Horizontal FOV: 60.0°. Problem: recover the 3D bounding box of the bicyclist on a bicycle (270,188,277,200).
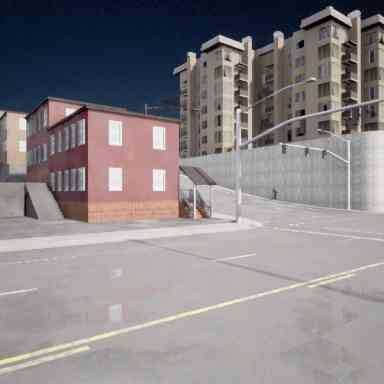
[{"bbox_3d":[11.200,0.301,45.389,1.656,1.620,0.582,0,6,-35],"label":"bicyclist on a bicycle"}]
